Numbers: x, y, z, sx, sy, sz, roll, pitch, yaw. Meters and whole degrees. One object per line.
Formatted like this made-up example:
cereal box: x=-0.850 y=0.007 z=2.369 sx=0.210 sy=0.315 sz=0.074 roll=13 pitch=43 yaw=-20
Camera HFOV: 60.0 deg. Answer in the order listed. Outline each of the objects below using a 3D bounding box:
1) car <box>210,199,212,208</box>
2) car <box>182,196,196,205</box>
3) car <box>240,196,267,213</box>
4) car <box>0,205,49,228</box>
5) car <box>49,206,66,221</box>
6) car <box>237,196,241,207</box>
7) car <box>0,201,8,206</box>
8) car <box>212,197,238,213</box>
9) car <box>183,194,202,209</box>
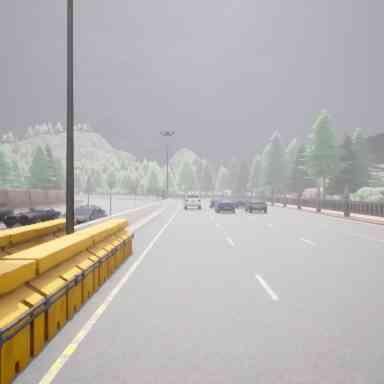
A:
car: x=3.530 y=1.478 z=47.477 sx=1.882 sy=1.535 sz=5.008 roll=0 pitch=0 yaw=0
car: x=-0.521 y=1.491 z=58.734 sx=2.128 sy=1.511 sz=4.902 roll=0 pitch=0 yaw=-5
car: x=7.078 y=1.492 z=37.043 sx=2.128 sy=1.511 sz=4.902 roll=0 pitch=0 yaw=0
car: x=-10.489 y=1.621 z=22.252 sx=1.895 sy=1.301 sz=4.718 roll=0 pitch=0 yaw=0
car: x=-6.995 y=1.548 z=21.606 sx=2.033 sy=1.411 sz=5.357 roll=0 pitch=0 yaw=0
car: x=7.021 y=1.352 z=46.943 sx=2.097 sy=1.767 sz=4.553 roll=0 pitch=0 yaw=0
car: x=-13.989 y=1.405 z=22.312 sx=2.097 sy=1.767 sz=4.553 roll=0 pitch=0 yaw=0
car: x=3.610 y=1.478 z=37.004 sx=1.882 sy=1.535 sz=5.008 roll=0 pitch=0 yaw=0
car: x=0.103 y=1.221 z=44.315 sx=2.150 sy=2.045 sz=5.566 roll=0 pitch=0 yaw=0
